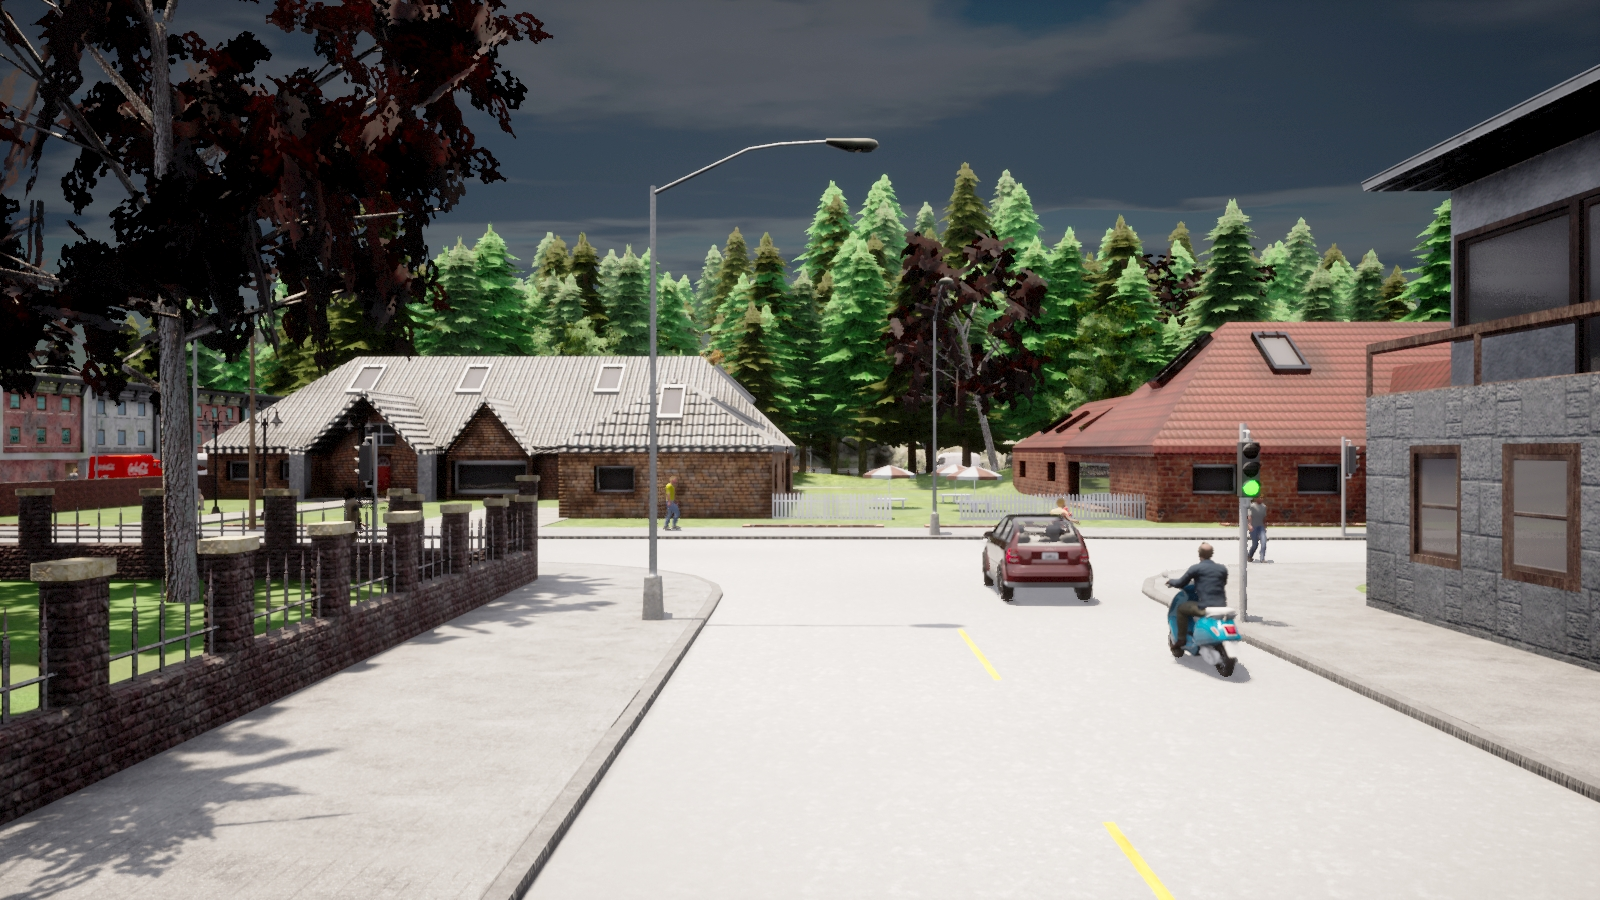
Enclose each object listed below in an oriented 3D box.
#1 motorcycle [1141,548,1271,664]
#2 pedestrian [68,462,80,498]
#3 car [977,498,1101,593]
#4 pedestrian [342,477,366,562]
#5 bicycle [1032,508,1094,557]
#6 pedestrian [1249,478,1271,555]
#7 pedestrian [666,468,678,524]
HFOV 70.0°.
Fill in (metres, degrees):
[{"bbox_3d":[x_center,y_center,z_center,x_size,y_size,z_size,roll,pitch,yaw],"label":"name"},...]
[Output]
[{"bbox_3d":[5.174,1.962,14.694,0.856,1.236,1.805,0,0,-7],"label":"motorcycle"},{"bbox_3d":[-37.288,1.524,58.700,0.375,1.860,0.375,0,0,19],"label":"pedestrian"},{"bbox_3d":[4.603,1.805,22.522,1.789,1.549,3.705,0,0,2],"label":"car"},{"bbox_3d":[-9.812,1.523,25.147,0.375,1.860,0.375,0,0,4],"label":"pedestrian"},{"bbox_3d":[6.573,2.035,28.504,0.859,1.080,1.487,0,1,44],"label":"bicycle"},{"bbox_3d":[11.333,1.629,28.168,0.375,1.860,0.375,0,0,-7],"label":"pedestrian"},{"bbox_3d":[-4.264,1.524,38.052,0.375,1.860,0.375,0,0,2],"label":"pedestrian"}]
